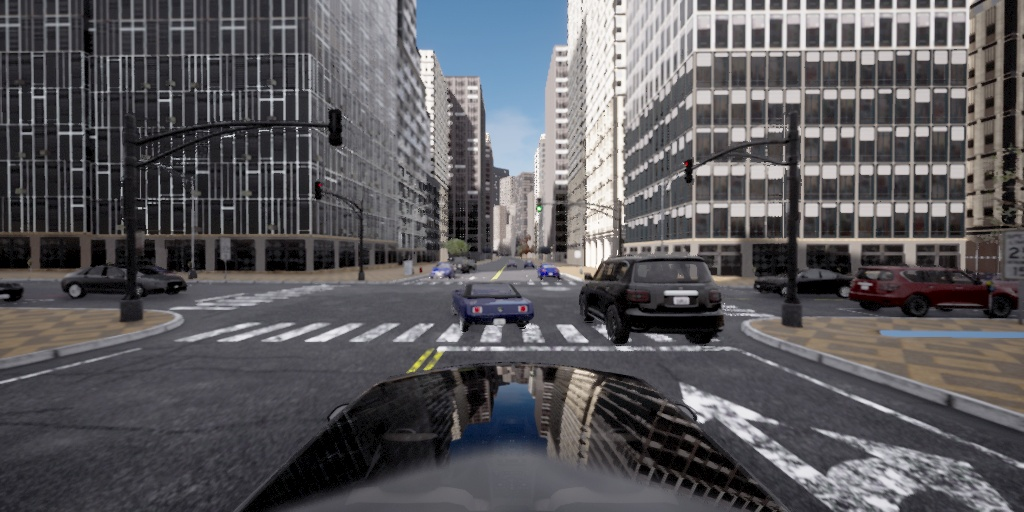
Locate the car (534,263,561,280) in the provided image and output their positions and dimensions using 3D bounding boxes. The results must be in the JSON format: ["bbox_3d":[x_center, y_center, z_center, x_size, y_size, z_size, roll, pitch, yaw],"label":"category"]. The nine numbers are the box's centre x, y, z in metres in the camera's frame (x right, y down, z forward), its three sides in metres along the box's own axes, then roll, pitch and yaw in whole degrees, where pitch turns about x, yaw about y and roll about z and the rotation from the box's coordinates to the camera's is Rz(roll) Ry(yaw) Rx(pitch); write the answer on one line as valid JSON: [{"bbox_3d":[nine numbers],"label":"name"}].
[{"bbox_3d":[3.351,1.411,33.345,1.812,1.442,4.674,0,0,0],"label":"car"}]

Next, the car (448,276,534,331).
[{"bbox_3d":[-0.860,1.459,11.458,1.895,1.301,4.718,1,-1,-14],"label":"car"}]

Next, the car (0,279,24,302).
[{"bbox_3d":[-22.732,1.248,14.536,4.313,1.339,1.948,0,0,1],"label":"car"}]

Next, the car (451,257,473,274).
[{"bbox_3d":[-6.575,1.151,44.535,2.150,2.045,5.566,0,0,1],"label":"car"}]

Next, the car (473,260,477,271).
[{"bbox_3d":[-6.502,1.320,54.750,2.097,1.767,4.553,0,0,0],"label":"car"}]

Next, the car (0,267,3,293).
[{"bbox_3d":[-28.320,1.203,17.361,4.718,1.301,1.895,1,1,1],"label":"car"}]

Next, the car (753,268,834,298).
[{"bbox_3d":[16.093,1.437,19.792,5.008,1.535,1.882,0,1,0],"label":"car"}]

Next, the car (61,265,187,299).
[{"bbox_3d":[-18.438,1.195,17.158,4.892,1.490,1.837,1,1,1],"label":"car"}]

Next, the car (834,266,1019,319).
[{"bbox_3d":[16.193,1.339,14.008,5.009,1.841,2.192,0,0,1],"label":"car"}]

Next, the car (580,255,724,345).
[{"bbox_3d":[3.343,1.049,9.759,2.150,2.045,5.566,0,-2,0],"label":"car"}]

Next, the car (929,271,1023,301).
[{"bbox_3d":[26.107,1.610,19.617,4.181,1.385,1.994,0,1,1],"label":"car"}]

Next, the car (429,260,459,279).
[{"bbox_3d":[-6.590,1.416,34.571,1.812,1.442,4.674,0,0,-2],"label":"car"}]
